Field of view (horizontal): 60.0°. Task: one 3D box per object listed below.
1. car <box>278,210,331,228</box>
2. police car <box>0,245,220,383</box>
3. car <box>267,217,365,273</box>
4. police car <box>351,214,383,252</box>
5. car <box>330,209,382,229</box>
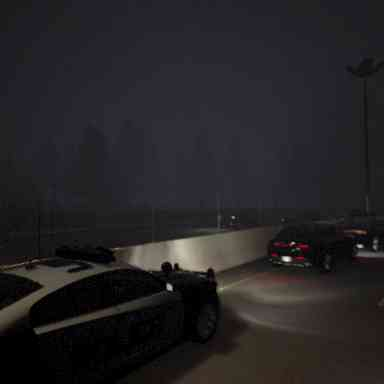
[{"bbox_3d":[10.522,2.473,30.909,5.357,1.411,2.033,1,-2,-39],"label":"car"},{"bbox_3d":[-1.377,1.602,4.710,1.930,1.638,5.238,-2,-2,36],"label":"police car"},{"bbox_3d":[4.519,1.871,12.118,1.837,1.490,4.892,-2,-2,41],"label":"car"},{"bbox_3d":[8.517,1.895,16.403,1.930,1.638,5.238,-2,-3,45],"label":"police car"},{"bbox_3d":[14.712,2.340,29.690,4.902,1.511,2.128,1,-2,-37],"label":"car"}]
